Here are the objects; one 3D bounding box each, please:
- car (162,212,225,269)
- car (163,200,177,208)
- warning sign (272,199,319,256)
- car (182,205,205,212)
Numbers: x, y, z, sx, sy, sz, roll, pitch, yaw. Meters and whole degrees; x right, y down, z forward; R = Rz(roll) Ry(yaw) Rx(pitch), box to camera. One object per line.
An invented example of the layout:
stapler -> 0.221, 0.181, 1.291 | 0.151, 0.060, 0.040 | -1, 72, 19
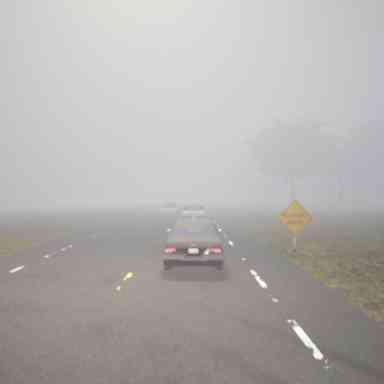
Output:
car -> 0.068, 1.618, 11.326 | 2.033, 1.411, 5.357 | 0, 0, 1
car -> -3.453, 1.897, 52.804 | 1.895, 1.301, 4.718 | 0, 0, 0
warning sign -> 3.586, 1.189, 11.623 | 1.300, 1.860, 1.060 | 1, 0, 0
car -> 0.127, 1.764, 28.587 | 1.895, 1.301, 4.718 | 0, 0, 1
